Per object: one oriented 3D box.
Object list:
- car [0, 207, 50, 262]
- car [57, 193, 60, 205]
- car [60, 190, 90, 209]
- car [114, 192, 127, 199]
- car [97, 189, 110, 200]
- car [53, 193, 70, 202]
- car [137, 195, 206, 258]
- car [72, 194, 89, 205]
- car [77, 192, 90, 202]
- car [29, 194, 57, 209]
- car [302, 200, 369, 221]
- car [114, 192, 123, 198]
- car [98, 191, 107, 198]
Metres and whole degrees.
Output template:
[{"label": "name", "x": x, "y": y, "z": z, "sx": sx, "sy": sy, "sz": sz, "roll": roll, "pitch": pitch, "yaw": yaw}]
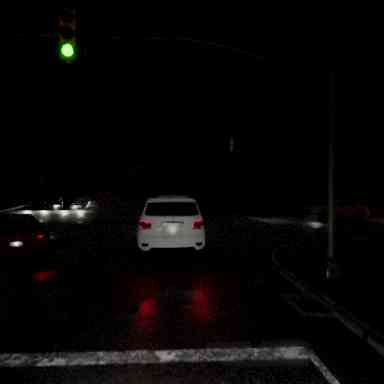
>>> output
[{"label": "car", "x": -6.097, "y": 1.460, "z": 11.439, "sx": 1.994, "sy": 1.385, "sz": 4.181, "roll": 0, "pitch": 1, "yaw": -29}, {"label": "car", "x": -18.899, "y": 0.978, "z": 45.671, "sx": 2.033, "sy": 1.411, "sz": 5.357, "roll": 0, "pitch": 1, "yaw": -16}, {"label": "car", "x": -12.996, "y": 0.761, "z": 37.250, "sx": 2.150, "sy": 2.045, "sz": 5.566, "roll": 0, "pitch": 1, "yaw": -14}, {"label": "car", "x": -14.181, "y": 0.724, "z": 67.121, "sx": 2.033, "sy": 1.411, "sz": 5.357, "roll": 0, "pitch": 1, "yaw": -16}, {"label": "car", "x": -17.550, "y": 0.420, "z": 66.166, "sx": 2.150, "sy": 2.045, "sz": 5.566, "roll": 0, "pitch": 1, "yaw": -16}, {"label": "car", "x": -21.769, "y": 0.864, "z": 55.642, "sx": 2.033, "sy": 1.411, "sz": 5.357, "roll": 0, "pitch": 1, "yaw": -16}, {"label": "car", "x": -0.827, "y": 1.100, "z": 12.416, "sx": 2.150, "sy": 2.045, "sz": 5.566, "roll": 0, "pitch": 1, "yaw": -5}, {"label": "car", "x": -15.458, "y": 0.980, "z": 46.343, "sx": 1.994, "sy": 1.385, "sz": 4.181, "roll": 0, "pitch": 1, "yaw": -16}, {"label": "car", "x": -18.353, "y": 0.778, "z": 56.432, "sx": 1.882, "sy": 1.535, "sz": 5.008, "roll": 0, "pitch": 1, "yaw": -16}, {"label": "car", "x": -16.334, "y": 1.036, "z": 36.184, "sx": 1.882, "sy": 1.535, "sz": 5.008, "roll": 0, "pitch": 1, "yaw": -15}, {"label": "car", "x": 10.755, "y": 1.322, "z": 24.939, "sx": 5.008, "sy": 1.535, "sz": 1.882, "roll": 1, "pitch": 0, "yaw": -13}, {"label": "car", "x": -17.089, "y": 0.585, "z": 77.134, "sx": 1.895, "sy": 1.301, "sz": 4.718, "roll": 0, "pitch": 0, "yaw": -16}, {"label": "car", "x": -20.445, "y": 0.559, "z": 76.140, "sx": 1.994, "sy": 1.385, "sz": 4.181, "roll": 0, "pitch": 0, "yaw": -16}]
